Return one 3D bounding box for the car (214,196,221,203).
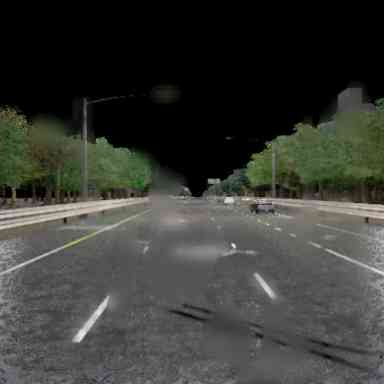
[{"bbox_3d":[7.225,1.733,80.091,2.097,1.767,4.553,0,-1,0],"label":"car"}]

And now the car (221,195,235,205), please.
[{"bbox_3d":[7.126,1.716,63.984,1.812,1.442,4.674,0,-1,0],"label":"car"}]

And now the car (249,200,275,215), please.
[{"bbox_3d":[7.017,1.507,33.646,2.128,1.511,4.902,0,0,0],"label":"car"}]
